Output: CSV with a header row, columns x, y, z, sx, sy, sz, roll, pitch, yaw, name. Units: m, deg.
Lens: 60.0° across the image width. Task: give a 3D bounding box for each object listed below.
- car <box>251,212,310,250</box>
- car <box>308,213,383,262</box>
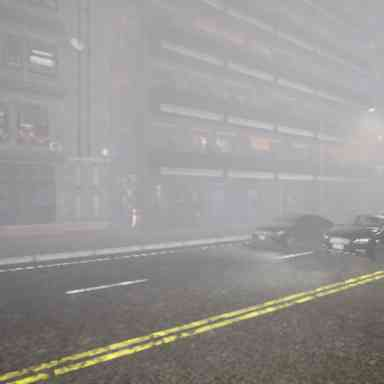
x,y,z,sx,sy,sz,roll,pitch,yaw,name
4.789,1.657,15.246,4.674,1.442,1.812,1,0,-36,car
6.947,1.617,12.796,4.902,1.511,2.128,1,-1,-37,car
